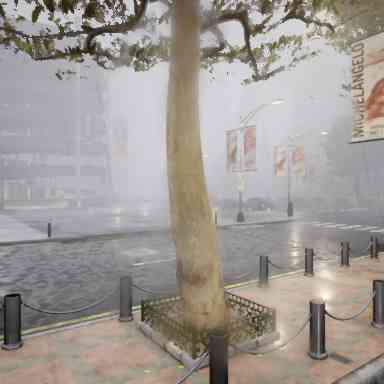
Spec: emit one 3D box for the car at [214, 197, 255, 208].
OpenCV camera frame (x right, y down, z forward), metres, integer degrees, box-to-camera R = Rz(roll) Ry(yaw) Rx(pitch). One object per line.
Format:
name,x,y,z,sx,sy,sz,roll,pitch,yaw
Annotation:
car,5.972,1.547,47.453,2.033,1.411,5.357,0,0,-35

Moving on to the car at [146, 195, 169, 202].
car,-7.966,1.525,77.300,4.902,1.511,2.128,0,0,26

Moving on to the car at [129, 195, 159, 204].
car,-9.464,1.505,65.615,4.892,1.490,1.837,0,0,36

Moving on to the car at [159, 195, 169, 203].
car,-5.818,1.477,67.348,5.008,1.535,1.882,0,0,40

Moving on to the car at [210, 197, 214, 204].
car,4.110,1.547,56.066,2.033,1.411,5.357,0,0,-36

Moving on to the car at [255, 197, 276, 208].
car,9.817,1.505,48.056,1.837,1.490,4.892,0,0,-36

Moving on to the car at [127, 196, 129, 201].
car,-17.563,1.440,81.108,4.892,1.490,1.837,0,0,12

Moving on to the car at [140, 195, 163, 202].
car,-8.987,1.478,73.888,5.008,1.535,1.882,0,0,30

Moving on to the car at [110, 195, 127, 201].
car,-18.523,1.427,77.742,5.008,1.535,1.882,0,0,12
